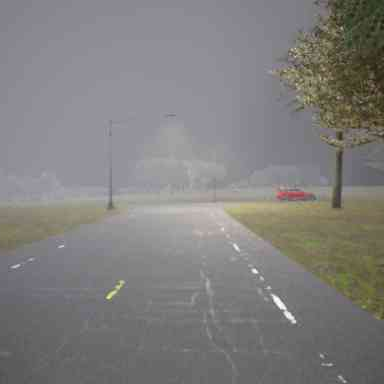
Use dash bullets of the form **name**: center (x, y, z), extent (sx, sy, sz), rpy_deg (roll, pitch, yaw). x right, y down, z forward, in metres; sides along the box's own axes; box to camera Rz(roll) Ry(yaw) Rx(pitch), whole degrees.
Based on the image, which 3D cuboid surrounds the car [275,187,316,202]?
- **car**: center (14.892, 0.369, 48.517), extent (5.566, 2.045, 2.150), rpy_deg (0, -2, -1)

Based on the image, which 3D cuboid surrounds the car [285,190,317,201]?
- **car**: center (18.185, 0.647, 55.577), extent (4.553, 1.767, 2.097), rpy_deg (0, -2, -1)
